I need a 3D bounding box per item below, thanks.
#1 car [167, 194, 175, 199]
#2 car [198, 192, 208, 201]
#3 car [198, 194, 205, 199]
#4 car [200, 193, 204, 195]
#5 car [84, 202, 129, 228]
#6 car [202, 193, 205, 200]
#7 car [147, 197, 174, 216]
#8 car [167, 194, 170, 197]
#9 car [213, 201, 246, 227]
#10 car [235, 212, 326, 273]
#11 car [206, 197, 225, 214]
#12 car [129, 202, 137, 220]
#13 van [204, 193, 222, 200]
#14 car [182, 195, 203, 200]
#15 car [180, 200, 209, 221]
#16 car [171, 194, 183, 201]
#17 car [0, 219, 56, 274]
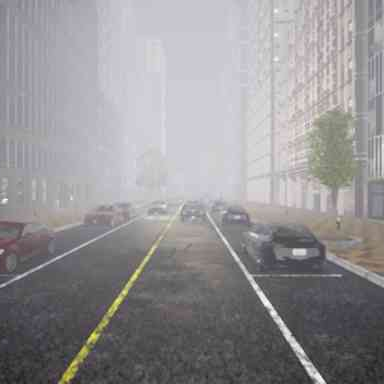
[{"bbox_3d":[-5.713,1.248,90.099,1.947,1.339,4.313,0,0,0],"label":"car"},{"bbox_3d":[2.672,1.047,78.703,2.192,1.841,5.009,0,0,0],"label":"car"},{"bbox_3d":[2.668,1.207,90.257,1.752,1.417,4.829,0,0,0],"label":"car"},{"bbox_3d":[2.675,1.093,67.319,2.192,1.841,5.009,0,0,0],"label":"car"},{"bbox_3d":[-5.694,1.483,21.788,1.887,1.381,4.507,0,0,0],"label":"car"},{"bbox_3d":[2.681,1.305,44.551,1.967,1.590,4.097,0,0,0],"label":"car"},{"bbox_3d":[-3.108,1.455,31.858,2.033,1.411,5.357,0,0,0],"label":"car"},{"bbox_3d":[-5.705,1.351,61.637,2.008,1.369,4.403,0,0,0],"label":"car"},{"bbox_3d":[2.686,1.505,21.782,1.947,1.339,4.313,0,0,0],"label":"car"},{"bbox_3d":[2.689,1.537,10.398,1.947,1.339,4.313,0,0,0],"label":"car"},{"bbox_3d":[2.683,1.469,33.166,1.947,1.339,4.313,0,0,0],"label":"car"},{"bbox_3d":[-5.696,1.487,27.480,1.947,1.339,4.313,0,0,0],"label":"car"},{"bbox_3d":[2.682,1.225,38.859,1.690,1.788,3.998,0,0,0],"label":"van"},{"bbox_3d":[0.087,1.436,42.376,1.994,1.385,4.181,0,0,0],"label":"car"},{"bbox_3d":[0.093,1.527,25.976,1.895,1.301,4.718,0,0,0],"label":"car"},{"bbox_3d":[-3.020,1.283,72.683,1.994,1.385,4.181,0,0,0],"label":"car"},{"bbox_3d":[-5.691,1.553,10.403,1.802,1.307,4.206,0,0,0],"label":"car"}]
